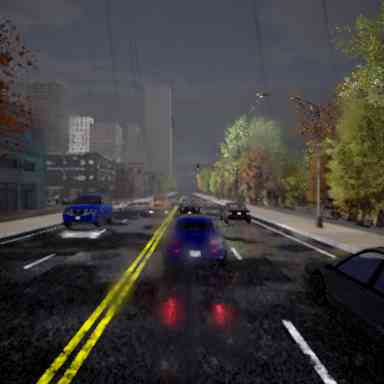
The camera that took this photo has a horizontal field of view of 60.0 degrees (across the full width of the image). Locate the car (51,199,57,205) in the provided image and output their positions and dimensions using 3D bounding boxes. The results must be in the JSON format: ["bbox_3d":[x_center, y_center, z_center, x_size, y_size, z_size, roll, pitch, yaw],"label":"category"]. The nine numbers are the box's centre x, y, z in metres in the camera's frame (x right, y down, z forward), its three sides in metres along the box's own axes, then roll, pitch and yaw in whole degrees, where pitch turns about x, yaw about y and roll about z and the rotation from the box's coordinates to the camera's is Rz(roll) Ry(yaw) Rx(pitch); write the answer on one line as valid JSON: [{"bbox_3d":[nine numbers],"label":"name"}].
[{"bbox_3d":[-20.702,1.688,56.079,4.313,1.339,1.947,-1,1,-1],"label":"car"}]

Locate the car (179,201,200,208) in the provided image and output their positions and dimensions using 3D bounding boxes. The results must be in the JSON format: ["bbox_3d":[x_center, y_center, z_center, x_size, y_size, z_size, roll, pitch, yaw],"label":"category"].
[{"bbox_3d":[-0.235,1.526,31.470,1.895,1.301,4.718,0,0,-1],"label":"car"}]

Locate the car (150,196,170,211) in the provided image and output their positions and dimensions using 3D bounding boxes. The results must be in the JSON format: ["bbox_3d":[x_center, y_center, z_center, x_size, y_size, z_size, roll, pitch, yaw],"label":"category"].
[{"bbox_3d":[-3.789,1.258,39.498,2.097,1.767,4.553,0,0,-1],"label":"car"}]

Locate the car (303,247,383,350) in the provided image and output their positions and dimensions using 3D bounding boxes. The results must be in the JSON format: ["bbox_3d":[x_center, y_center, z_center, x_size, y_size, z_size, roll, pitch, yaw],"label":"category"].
[{"bbox_3d":[3.345,1.535,4.860,2.033,1.411,5.357,0,0,0],"label":"car"}]

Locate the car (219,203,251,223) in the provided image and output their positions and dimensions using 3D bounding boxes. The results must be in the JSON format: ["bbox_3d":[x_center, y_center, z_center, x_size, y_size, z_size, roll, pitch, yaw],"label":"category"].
[{"bbox_3d":[3.126,1.487,24.812,2.033,1.411,5.357,0,0,-1],"label":"car"}]

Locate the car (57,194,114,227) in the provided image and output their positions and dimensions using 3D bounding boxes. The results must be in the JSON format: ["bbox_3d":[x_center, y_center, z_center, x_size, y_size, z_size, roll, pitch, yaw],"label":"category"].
[{"bbox_3d":[-6.786,1.170,22.397,2.150,2.045,5.566,0,0,-1],"label":"car"}]

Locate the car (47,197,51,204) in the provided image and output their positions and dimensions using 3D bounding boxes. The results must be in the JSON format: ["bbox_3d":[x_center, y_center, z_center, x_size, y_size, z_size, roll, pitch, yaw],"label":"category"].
[{"bbox_3d":[-29.175,1.667,64.452,4.403,1.369,2.008,-1,1,-1],"label":"car"}]

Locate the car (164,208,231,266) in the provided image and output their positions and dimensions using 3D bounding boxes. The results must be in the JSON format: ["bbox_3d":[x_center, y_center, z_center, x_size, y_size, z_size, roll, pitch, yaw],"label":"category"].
[{"bbox_3d":[0.073,1.498,11.285,1.812,1.442,4.674,0,0,0],"label":"car"}]
